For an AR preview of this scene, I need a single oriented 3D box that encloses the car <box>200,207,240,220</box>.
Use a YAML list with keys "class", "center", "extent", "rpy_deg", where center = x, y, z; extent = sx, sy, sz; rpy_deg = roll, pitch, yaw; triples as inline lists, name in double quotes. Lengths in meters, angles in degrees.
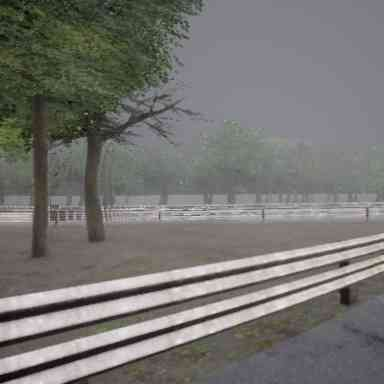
- class: "car"
  center: [3.211, 2.431, 38.194]
  extent: [4.674, 1.442, 1.812]
  rpy_deg: [-1, 0, 1]
